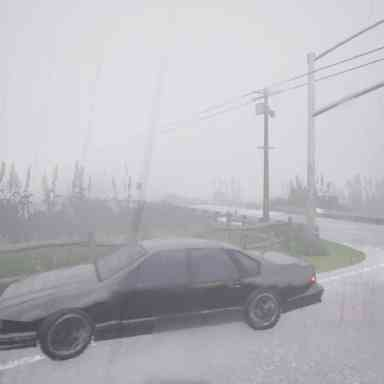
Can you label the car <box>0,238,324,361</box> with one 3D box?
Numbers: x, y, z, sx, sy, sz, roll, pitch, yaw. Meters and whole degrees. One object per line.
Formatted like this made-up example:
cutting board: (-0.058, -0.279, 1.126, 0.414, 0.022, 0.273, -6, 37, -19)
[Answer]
car: (-0.382, 1.554, 5.782, 5.357, 1.411, 2.033, 0, 0, -19)
